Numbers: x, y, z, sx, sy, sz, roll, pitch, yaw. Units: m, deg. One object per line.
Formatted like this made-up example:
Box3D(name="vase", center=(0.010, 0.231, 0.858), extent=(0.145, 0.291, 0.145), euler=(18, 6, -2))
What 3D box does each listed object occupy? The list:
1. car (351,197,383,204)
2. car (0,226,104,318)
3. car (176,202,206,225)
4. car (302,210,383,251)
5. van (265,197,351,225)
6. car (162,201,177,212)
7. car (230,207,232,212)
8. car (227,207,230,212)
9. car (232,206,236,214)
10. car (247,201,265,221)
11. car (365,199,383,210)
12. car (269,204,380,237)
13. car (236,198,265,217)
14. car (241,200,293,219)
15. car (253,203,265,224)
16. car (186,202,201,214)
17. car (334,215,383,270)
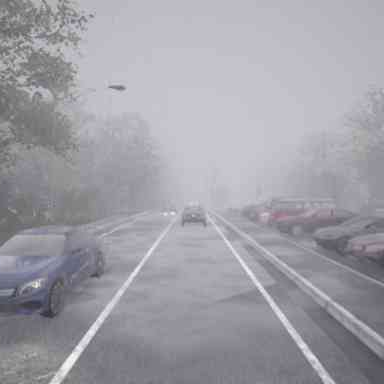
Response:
Box3D(name="car", center=(20.231, 1.530, 34.645), extent=(5.566, 2.045, 2.435), euler=(0, -1, 0))
Box3D(name="car", center=(-3.343, 1.555, 7.624), extent=(1.812, 1.442, 4.674), euler=(0, 0, 0))
Box3D(name="car", center=(0.126, 1.737, 25.499), extent=(2.033, 1.411, 5.357), euler=(0, -1, 0))
Box3D(name="car", center=(7.053, 1.565, 12.685), extent=(4.792, 1.488, 2.163), euler=(0, -1, 0))
Box3D(name="van", center=(7.215, 1.400, 21.015), extent=(4.442, 1.987, 1.878), euler=(0, -1, 0))
Box3D(name="car", center=(-3.273, 2.125, 48.587), extent=(2.128, 1.511, 4.902), euler=(0, -2, 0))
Box3D(name="car", center=(7.134, 1.834, 37.660), extent=(4.892, 1.521, 2.231), euler=(0, -1, 0))
Box3D(name="car", center=(6.948, 1.884, 40.428), extent=(5.366, 1.575, 1.946), euler=(0, -1, 0))
Box3D(name="car", center=(7.130, 1.787, 34.888), extent=(5.008, 1.535, 2.097), euler=(0, -1, 0))
Box3D(name="car", center=(7.138, 1.716, 26.563), extent=(4.792, 1.488, 2.163), euler=(0, -1, 0))
Box3D(name="car", center=(20.013, 1.742, 31.874), extent=(5.366, 1.575, 1.946), euler=(0, -1, 0))
Box3D(name="car", center=(7.098, 1.596, 18.236), extent=(5.008, 1.535, 2.097), euler=(0, -1, 0))
Box3D(name="car", center=(7.085, 1.465, 29.343), extent=(5.566, 2.045, 2.435), euler=(0, -1, 0))
Box3D(name="car", center=(7.150, 1.624, 32.113), extent=(4.553, 1.767, 2.185), euler=(0, -1, 0))
Box3D(name="car", center=(7.106, 1.696, 23.788), extent=(4.674, 1.452, 2.002), euler=(0, -1, 0))
Box3D(name="car", center=(0.152, 2.013, 42.977), extent=(1.812, 1.442, 4.674), euler=(0, -1, 0))
Box3D(name="car", center=(7.080, 1.545, 9.907), extent=(4.674, 1.452, 2.002), euler=(0, -1, 0))
